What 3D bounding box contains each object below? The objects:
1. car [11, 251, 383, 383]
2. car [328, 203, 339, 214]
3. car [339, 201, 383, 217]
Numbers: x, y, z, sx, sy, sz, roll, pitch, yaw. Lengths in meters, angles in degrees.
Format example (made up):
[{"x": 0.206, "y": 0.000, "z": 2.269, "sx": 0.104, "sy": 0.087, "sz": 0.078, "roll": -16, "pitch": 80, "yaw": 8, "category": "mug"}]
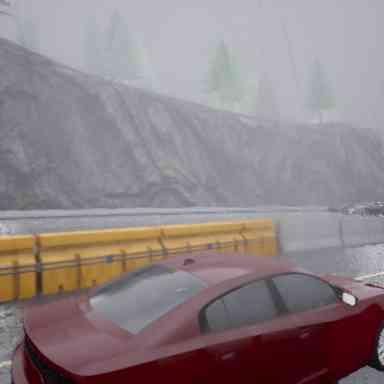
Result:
[{"x": 0.654, "y": 1.487, "z": 4.056, "sx": 5.008, "sy": 1.535, "sz": 1.882, "roll": 1, "pitch": 0, "yaw": -34, "category": "car"}, {"x": 17.171, "y": 1.756, "z": 36.937, "sx": 4.181, "sy": 1.385, "sz": 1.994, "roll": 1, "pitch": 0, "yaw": -23, "category": "car"}, {"x": 17.736, "y": 1.683, "z": 33.386, "sx": 4.902, "sy": 1.511, "sz": 2.128, "roll": 1, "pitch": 0, "yaw": -23, "category": "car"}]
